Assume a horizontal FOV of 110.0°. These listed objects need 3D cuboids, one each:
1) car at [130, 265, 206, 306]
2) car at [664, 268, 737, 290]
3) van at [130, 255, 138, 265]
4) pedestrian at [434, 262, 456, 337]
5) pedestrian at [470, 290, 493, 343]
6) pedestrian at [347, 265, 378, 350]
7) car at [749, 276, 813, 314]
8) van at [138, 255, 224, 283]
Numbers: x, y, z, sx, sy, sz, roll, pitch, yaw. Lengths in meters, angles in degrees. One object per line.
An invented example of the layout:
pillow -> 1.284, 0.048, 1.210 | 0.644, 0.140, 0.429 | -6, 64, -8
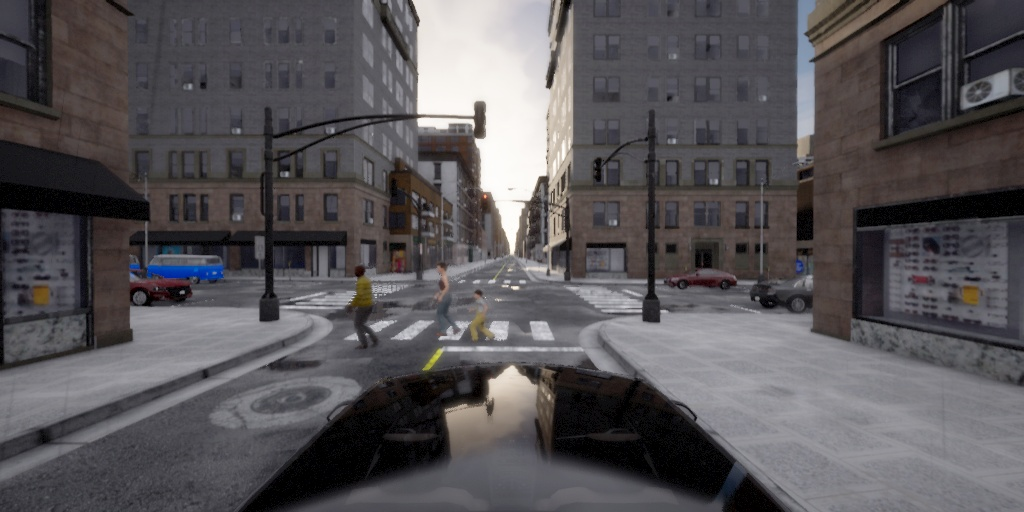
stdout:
car -> -15.131, 1.162, 14.020 | 4.507, 1.381, 1.888 | 0, 0, 0
car -> 11.677, 1.397, 22.324 | 4.207, 1.307, 1.802 | 0, 0, 0
van -> -26.068, 0.787, 22.644 | 3.998, 1.789, 1.690 | 0, 0, 0
pedestrian -> -1.639, 1.028, 8.745 | 0.375, 1.860, 0.375 | 0, 0, 0
pedestrian -> -0.682, 1.310, 8.146 | 0.375, 1.300, 0.375 | 0, 0, 0
pedestrian -> -3.136, 1.031, 7.547 | 0.375, 1.860, 0.375 | 0, 0, 0
car -> 11.631, 1.431, 13.799 | 4.403, 1.370, 2.007 | 0, 0, 0
van -> -20.577, 0.839, 22.599 | 3.998, 1.789, 1.690 | 0, 0, 0
